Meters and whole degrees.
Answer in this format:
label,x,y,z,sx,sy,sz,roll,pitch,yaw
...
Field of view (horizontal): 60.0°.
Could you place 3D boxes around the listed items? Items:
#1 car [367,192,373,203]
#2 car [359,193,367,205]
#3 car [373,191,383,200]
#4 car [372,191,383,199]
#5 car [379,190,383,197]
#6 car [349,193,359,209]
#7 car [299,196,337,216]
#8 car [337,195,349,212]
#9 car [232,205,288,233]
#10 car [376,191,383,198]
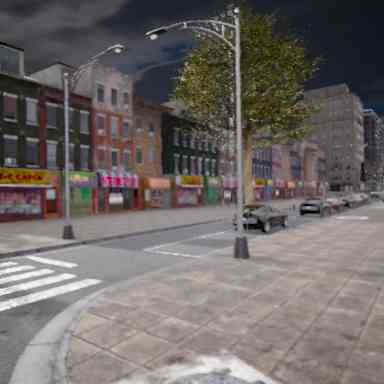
label,x,y,z,sx,sy,sz,roll,pitch,yaw
car,22.483,0.852,44.485,2.008,1.369,4.403,0,1,35
car,19.458,0.903,40.215,1.752,1.417,4.829,0,1,35
car,31.853,0.613,57.709,2.008,1.369,4.403,0,1,35
car,34.977,0.548,62.117,1.947,1.339,4.313,0,1,35
car,41.322,0.344,71.072,1.752,1.417,4.829,0,1,35
car,16.237,1.026,35.669,1.947,1.339,4.313,0,1,35
car,9.990,1.184,26.853,1.947,1.339,4.313,0,1,35
car,13.113,1.121,31.261,1.802,1.307,4.206,0,1,35
car,3.744,1.345,18.038,1.947,1.339,4.313,0,1,35
car,38.100,0.467,66.525,1.947,1.339,4.313,0,1,35
